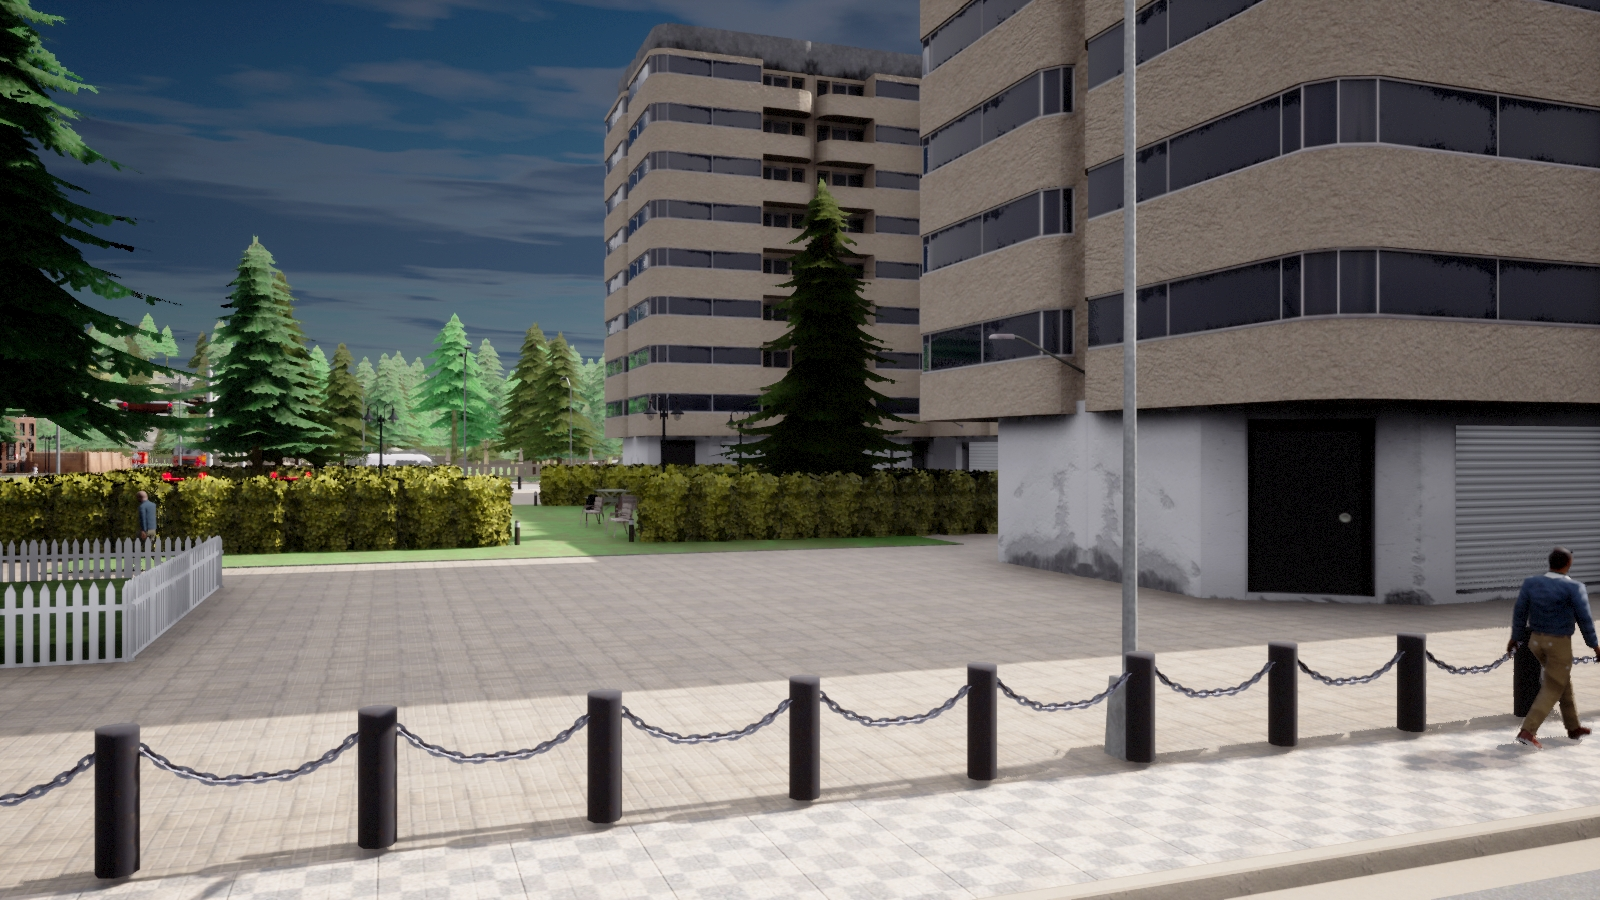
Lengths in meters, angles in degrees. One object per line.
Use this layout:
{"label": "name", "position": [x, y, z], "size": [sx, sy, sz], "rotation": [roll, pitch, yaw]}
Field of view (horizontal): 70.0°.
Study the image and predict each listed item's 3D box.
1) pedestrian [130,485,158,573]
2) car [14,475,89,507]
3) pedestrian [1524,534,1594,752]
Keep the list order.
{"label": "pedestrian", "position": [-14.082, 1.690, 24.524], "size": [0.375, 1.860, 0.375], "rotation": [0, 0, 15]}
{"label": "car", "position": [-38.243, 2.063, 58.523], "size": [2.163, 1.488, 4.792], "rotation": [0, 0, -20]}
{"label": "pedestrian", "position": [6.759, 1.699, 10.183], "size": [0.375, 1.860, 0.375], "rotation": [0, 0, -22]}
